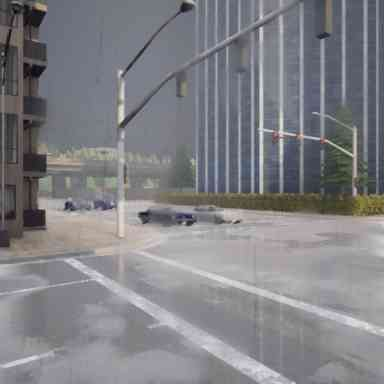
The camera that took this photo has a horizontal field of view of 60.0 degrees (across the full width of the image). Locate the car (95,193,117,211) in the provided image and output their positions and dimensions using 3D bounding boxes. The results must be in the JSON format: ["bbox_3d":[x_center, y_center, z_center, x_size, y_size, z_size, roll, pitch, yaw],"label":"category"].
[{"bbox_3d":[-10.279,1.217,40.398,2.150,2.045,5.566,0,1,-35],"label":"car"}]

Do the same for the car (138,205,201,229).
[{"bbox_3d":[-1.743,1.601,22.087,1.895,1.301,4.718,0,0,-35],"label":"car"}]

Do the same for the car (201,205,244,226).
[{"bbox_3d":[1.490,1.600,23.574,1.895,1.301,4.718,0,0,-35],"label":"car"}]

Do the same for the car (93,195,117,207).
[{"bbox_3d":[-13.390,1.352,51.202,2.097,1.767,4.553,0,0,-36],"label":"car"}]

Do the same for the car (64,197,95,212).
[{"bbox_3d":[-13.271,1.352,38.577,2.097,1.767,4.553,0,0,-35],"label":"car"}]
